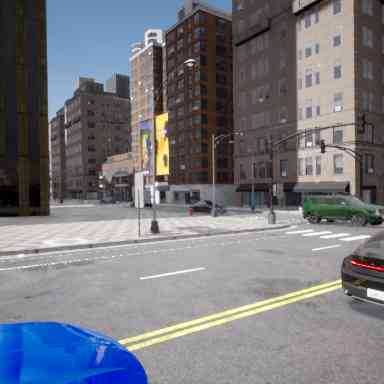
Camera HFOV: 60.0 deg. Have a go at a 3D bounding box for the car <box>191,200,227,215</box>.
[{"bbox_3d":[1.672,1.635,35.229,1.812,1.442,4.674,-1,1,-35],"label":"car"}]

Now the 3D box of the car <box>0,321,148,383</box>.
[{"bbox_3d":[-2.577,1.478,1.603,5.008,1.535,1.882,0,0,-35],"label":"car"}]

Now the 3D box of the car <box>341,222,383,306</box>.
[{"bbox_3d":[5.114,1.503,7.092,4.892,1.490,1.837,0,0,-36],"label":"car"}]

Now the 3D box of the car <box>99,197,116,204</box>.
[{"bbox_3d":[-17.194,1.738,67.582,2.033,1.411,5.357,-1,0,-35],"label":"car"}]

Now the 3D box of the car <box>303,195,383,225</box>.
[{"bbox_3d":[10.277,1.239,22.797,2.150,2.045,5.566,-1,-1,-34],"label":"car"}]

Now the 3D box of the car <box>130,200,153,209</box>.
[{"bbox_3d":[-7.103,1.763,47.708,1.895,1.301,4.718,-1,1,-35],"label":"car"}]
